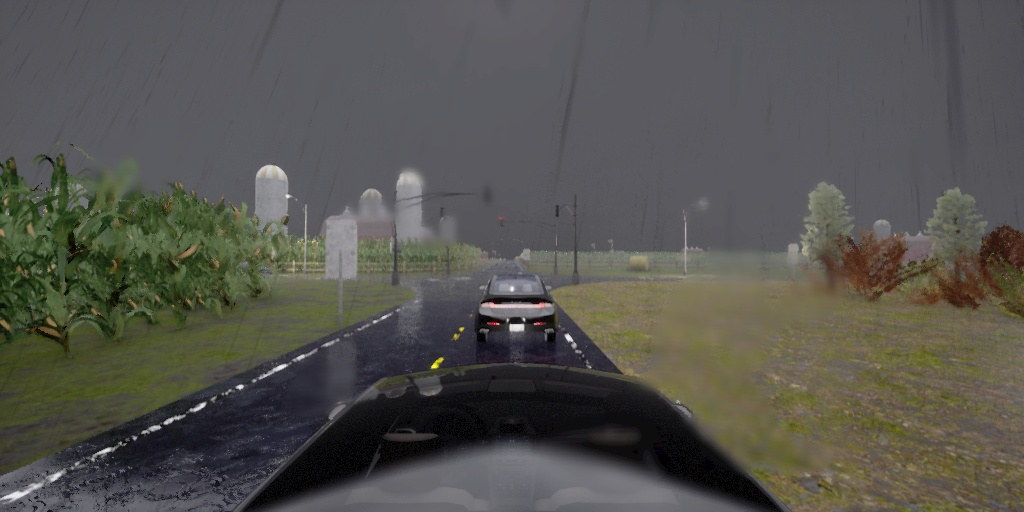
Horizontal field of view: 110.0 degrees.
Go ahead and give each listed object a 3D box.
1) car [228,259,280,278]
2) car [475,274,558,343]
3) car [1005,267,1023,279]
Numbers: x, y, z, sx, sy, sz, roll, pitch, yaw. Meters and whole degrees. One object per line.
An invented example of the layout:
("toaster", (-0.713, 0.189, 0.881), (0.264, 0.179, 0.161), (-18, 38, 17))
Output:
("car", (-21.409, 0.996, 28.717), (4.902, 1.511, 2.128), (0, -1, -3))
("car", (0.099, 1.230, 9.660), (2.128, 1.511, 4.902), (0, 0, 0))
("car", (48.659, 1.661, 33.524), (4.674, 1.442, 1.812), (1, -1, -5))
